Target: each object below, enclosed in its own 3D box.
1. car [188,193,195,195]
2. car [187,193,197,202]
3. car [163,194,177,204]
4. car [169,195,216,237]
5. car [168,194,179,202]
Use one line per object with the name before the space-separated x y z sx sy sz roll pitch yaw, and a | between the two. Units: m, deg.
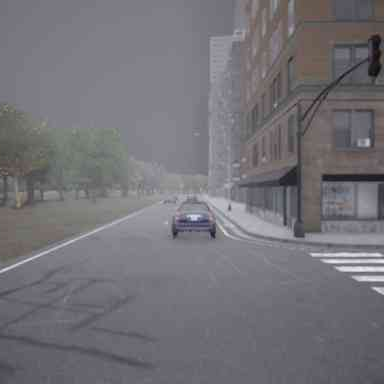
car | -0.012 1.115 52.957 1.837 1.490 4.892 0 1 0
car | -0.015 1.007 63.375 1.812 1.442 4.674 0 1 0
car | -3.513 1.157 52.956 2.033 1.411 5.357 0 1 0
car | 0.096 1.242 17.525 2.097 1.767 4.553 0 0 0
car | -3.515 1.081 63.406 1.895 1.301 4.718 0 1 0
